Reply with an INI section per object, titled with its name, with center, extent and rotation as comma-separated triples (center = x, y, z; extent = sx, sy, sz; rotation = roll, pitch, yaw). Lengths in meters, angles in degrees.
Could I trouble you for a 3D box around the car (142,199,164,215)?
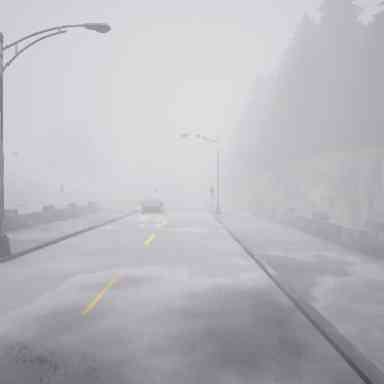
[car]
center = -4.000, 1.510, 34.650
extent = 1.882, 1.535, 5.008
rotation = 0, 0, 0
